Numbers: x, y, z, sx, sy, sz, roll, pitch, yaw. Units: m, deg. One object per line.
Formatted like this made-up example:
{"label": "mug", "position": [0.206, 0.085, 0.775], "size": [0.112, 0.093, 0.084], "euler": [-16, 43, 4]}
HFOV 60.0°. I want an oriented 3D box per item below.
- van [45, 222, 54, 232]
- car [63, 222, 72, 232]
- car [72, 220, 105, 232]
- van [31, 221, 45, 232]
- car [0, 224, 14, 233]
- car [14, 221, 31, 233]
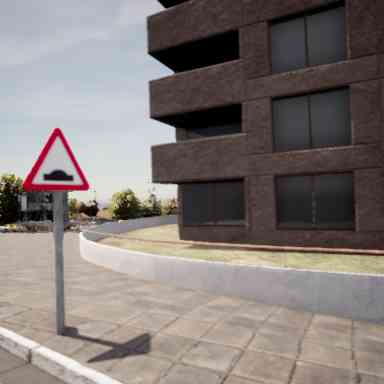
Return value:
{"label": "van", "position": [-27.906, 6.505, 61.853], "size": [4.442, 1.987, 1.878], "euler": [-1, -7, 6]}
{"label": "car", "position": [-26.694, 7.028, 64.533], "size": [4.892, 1.521, 2.231], "euler": [-1, -6, 6]}
{"label": "car", "position": [-22.772, 7.666, 72.671], "size": [5.566, 2.045, 2.435], "euler": [-1, -6, 6]}
{"label": "van", "position": [-29.227, 6.208, 59.144], "size": [4.442, 1.987, 1.878], "euler": [-1, -7, 6]}
{"label": "car", "position": [-31.986, 5.882, 53.714], "size": [4.674, 1.452, 2.002], "euler": [-1, -7, 6]}
{"label": "car", "position": [-30.847, 6.139, 56.440], "size": [5.366, 1.575, 1.946], "euler": [-1, -6, 6]}
